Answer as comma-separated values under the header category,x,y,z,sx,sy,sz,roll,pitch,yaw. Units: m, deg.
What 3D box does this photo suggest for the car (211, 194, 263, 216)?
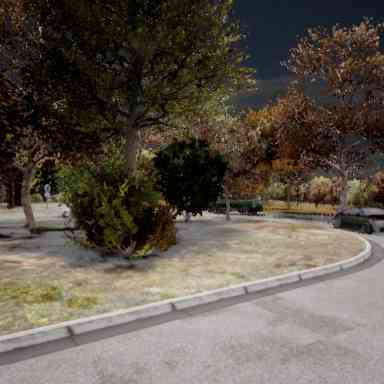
category,x,y,z,sx,sy,sz,roll,pitch,yaw
car,4.103,1.168,32.413,5.566,2.045,2.150,0,0,32

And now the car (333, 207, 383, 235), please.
category,x,y,z,sx,sy,sz,roll,pitch,yaw
car,9.820,1.548,18.646,1.994,1.385,4.181,1,0,-10
